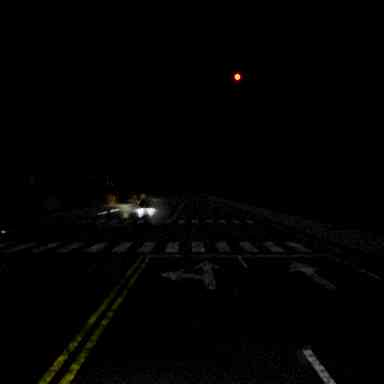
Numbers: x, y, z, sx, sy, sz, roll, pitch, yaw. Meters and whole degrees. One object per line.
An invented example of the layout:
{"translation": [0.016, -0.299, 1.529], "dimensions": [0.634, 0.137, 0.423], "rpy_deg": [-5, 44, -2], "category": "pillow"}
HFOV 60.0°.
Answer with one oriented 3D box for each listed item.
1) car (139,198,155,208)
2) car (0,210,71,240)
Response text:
{"translation": [-6.476, 1.590, 48.117], "dimensions": [1.895, 1.301, 4.718], "rpy_deg": [0, 0, 0], "category": "car"}
{"translation": [-8.577, 1.556, 15.564], "dimensions": [5.357, 1.411, 2.033], "rpy_deg": [0, 0, -32], "category": "car"}
